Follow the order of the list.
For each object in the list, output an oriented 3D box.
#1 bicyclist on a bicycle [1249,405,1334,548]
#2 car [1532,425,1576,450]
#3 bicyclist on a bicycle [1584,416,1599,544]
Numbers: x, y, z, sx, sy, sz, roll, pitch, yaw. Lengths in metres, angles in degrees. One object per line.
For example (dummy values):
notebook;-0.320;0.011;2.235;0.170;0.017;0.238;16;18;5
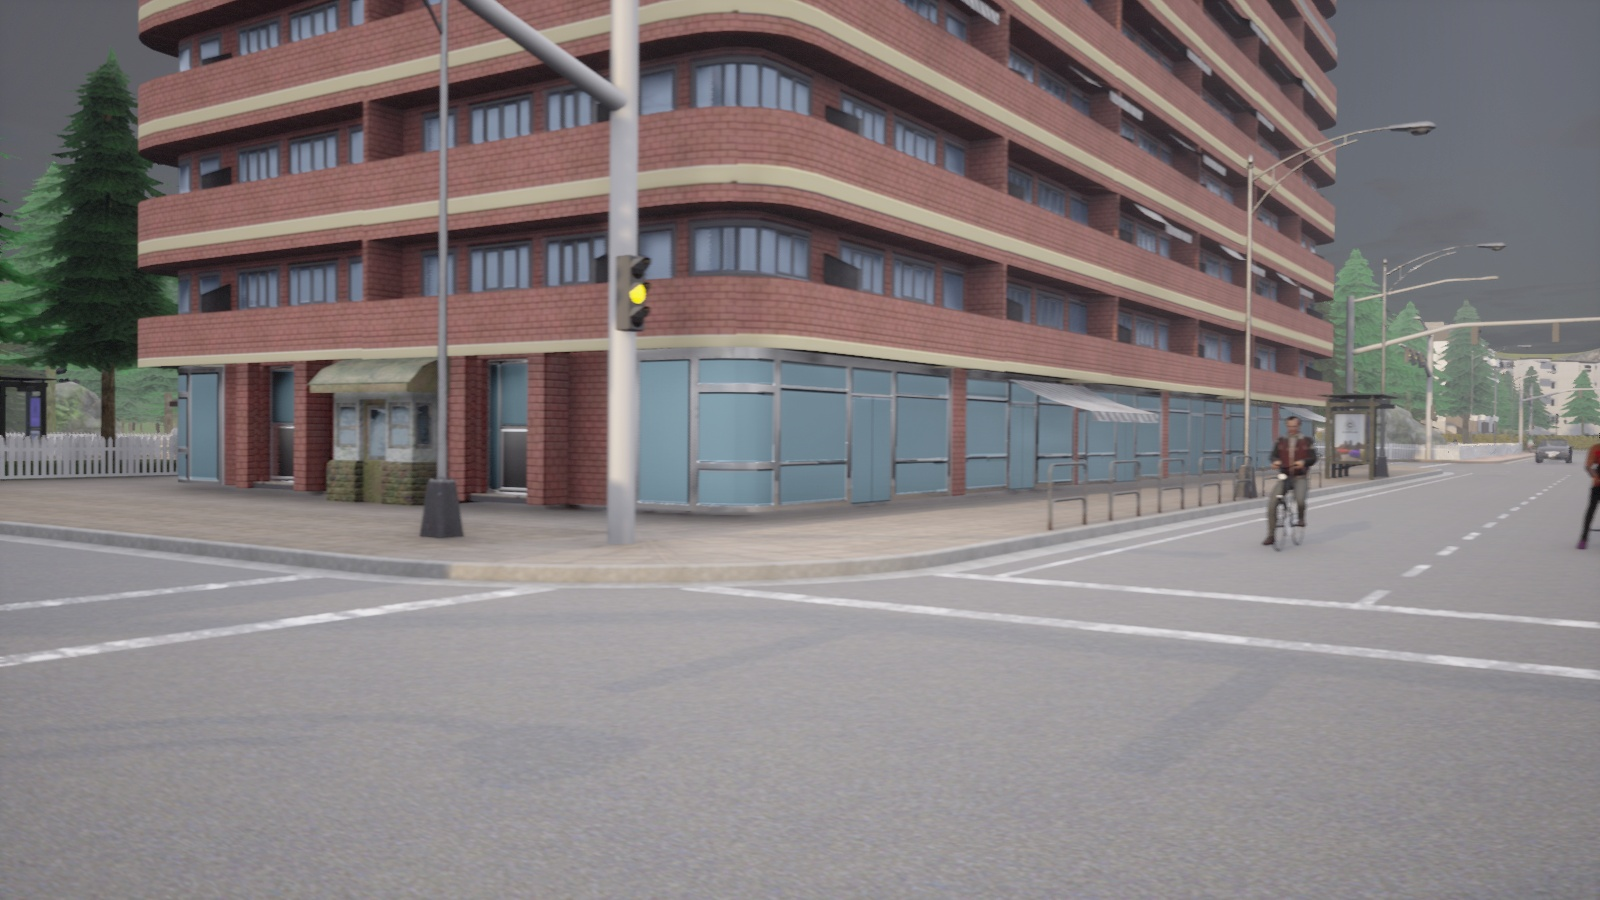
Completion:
bicyclist on a bicycle;6.463;0.319;16.467;0.659;1.776;1.843;0;1;33
car;46.859;-0.801;77.975;2.128;1.511;4.902;0;1;33
bicyclist on a bicycle;10.691;0.362;16.532;0.582;1.620;1.656;0;1;33
